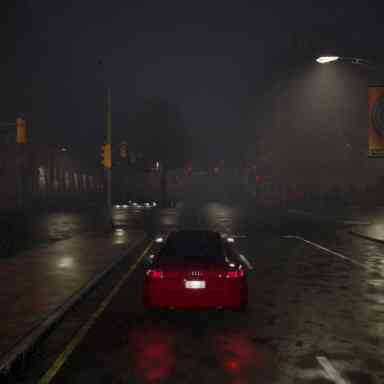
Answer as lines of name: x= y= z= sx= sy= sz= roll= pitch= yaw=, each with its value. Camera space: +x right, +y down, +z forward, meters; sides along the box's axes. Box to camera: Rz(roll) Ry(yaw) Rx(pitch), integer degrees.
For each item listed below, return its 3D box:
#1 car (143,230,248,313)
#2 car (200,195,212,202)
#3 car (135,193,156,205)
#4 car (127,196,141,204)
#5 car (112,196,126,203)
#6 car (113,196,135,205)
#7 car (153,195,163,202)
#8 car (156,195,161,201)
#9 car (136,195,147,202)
car: x=0.070 y=1.564 z=7.736 sx=1.994 sy=1.385 sz=4.181 roll=0 pitch=0 yaw=0
car: x=3.464 y=1.553 z=74.497 sx=1.994 sy=1.385 sz=4.181 roll=0 pitch=0 yaw=0
car: x=-8.114 y=1.221 z=58.599 sx=2.150 sy=2.045 sz=5.566 roll=0 pitch=0 yaw=0
car: x=-11.565 y=1.564 z=66.178 sx=1.994 sy=1.385 sz=4.181 roll=0 pitch=0 yaw=0
car: x=-14.789 y=1.595 z=67.840 sx=1.895 sy=1.301 sz=4.718 roll=0 pitch=0 yaw=0
car: x=-11.615 y=1.564 z=56.884 sx=1.994 sy=1.385 sz=4.181 roll=0 pitch=0 yaw=0
car: x=-8.045 y=1.500 z=78.602 sx=1.837 sy=1.490 sz=4.892 roll=0 pitch=0 yaw=0
car: x=-8.044 y=1.601 z=68.399 sx=1.895 sy=1.301 sz=4.718 roll=0 pitch=0 yaw=0
car: x=-11.544 y=1.478 z=76.597 sx=1.882 sy=1.535 sz=5.008 roll=0 pitch=0 yaw=0
